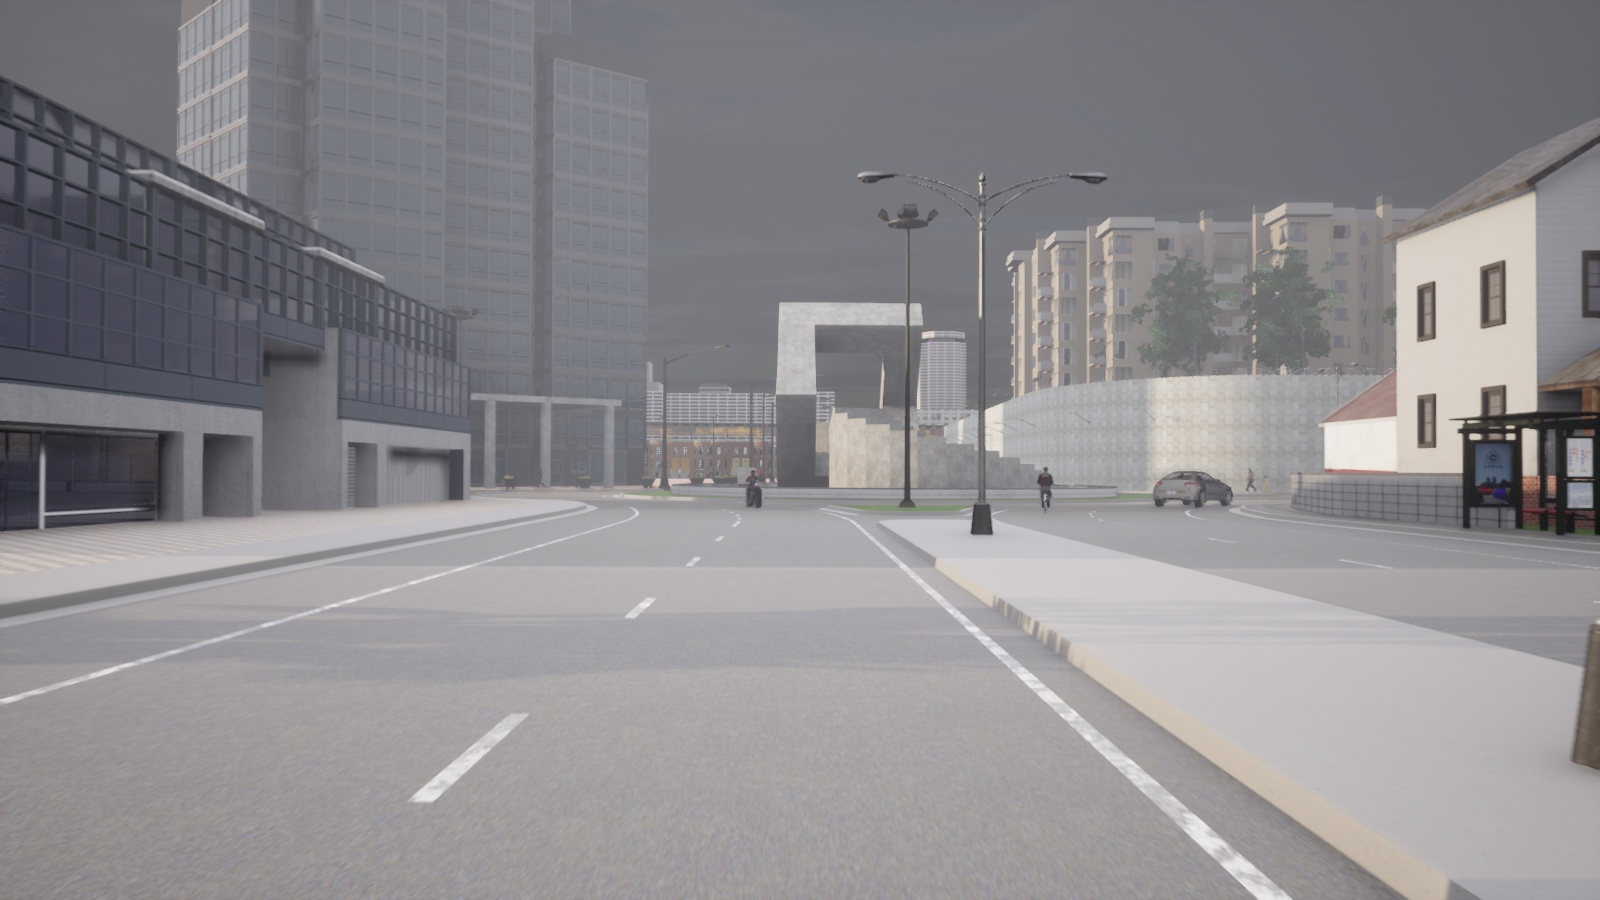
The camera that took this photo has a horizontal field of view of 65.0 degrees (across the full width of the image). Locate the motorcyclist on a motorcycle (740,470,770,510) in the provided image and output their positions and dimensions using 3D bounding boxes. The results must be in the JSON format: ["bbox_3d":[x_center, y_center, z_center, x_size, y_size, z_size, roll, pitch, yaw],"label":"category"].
[{"bbox_3d":[-1.908,1.664,53.208,0.766,1.649,2.350,0,-1,-14],"label":"motorcyclist on a motorcycle"}]

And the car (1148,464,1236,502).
[{"bbox_3d":[18.073,1.487,57.708,2.152,1.651,5.027,-1,-1,39],"label":"car"}]
